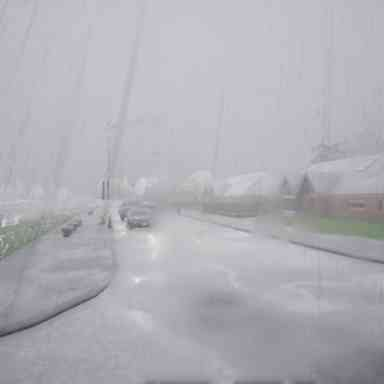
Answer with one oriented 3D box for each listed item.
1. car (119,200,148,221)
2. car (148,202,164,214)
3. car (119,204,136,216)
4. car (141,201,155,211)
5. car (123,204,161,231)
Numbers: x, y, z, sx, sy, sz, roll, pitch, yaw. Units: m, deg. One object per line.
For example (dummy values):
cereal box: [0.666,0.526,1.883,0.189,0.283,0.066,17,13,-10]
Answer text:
car: [-6.083,1.791,33.571,2.150,2.045,5.566,-1,-1,-14]
car: [-5.068,2.223,46.719,1.882,1.535,5.008,-1,-1,-13]
car: [-8.469,2.306,43.354,1.994,1.385,4.181,-1,-1,-14]
car: [-7.552,2.397,56.553,1.882,1.535,5.008,-1,-1,-14]
car: [-3.705,1.906,23.984,1.837,1.490,4.892,-1,-1,-14]
